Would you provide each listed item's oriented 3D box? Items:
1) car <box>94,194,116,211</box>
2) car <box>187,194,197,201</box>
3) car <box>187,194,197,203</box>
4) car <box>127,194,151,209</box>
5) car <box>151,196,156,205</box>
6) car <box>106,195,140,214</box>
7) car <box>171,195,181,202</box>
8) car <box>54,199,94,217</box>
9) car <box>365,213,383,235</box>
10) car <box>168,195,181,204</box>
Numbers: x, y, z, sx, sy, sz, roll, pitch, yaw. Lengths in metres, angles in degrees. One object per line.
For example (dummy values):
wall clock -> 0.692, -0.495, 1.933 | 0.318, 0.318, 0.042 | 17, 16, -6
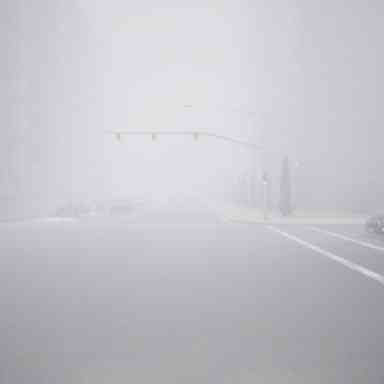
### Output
car -> -10.588, 1.366, 38.482 | 2.128, 1.511, 4.902 | 0, 0, 0
car -> -0.002, 1.145, 70.909 | 1.882, 1.535, 5.008 | 0, 0, 0
car -> -0.002, 1.279, 61.514 | 1.882, 1.535, 5.008 | 0, 0, 0
car -> -7.071, 1.335, 43.858 | 1.882, 1.535, 5.008 | 0, 0, 0
car -> -7.045, 1.370, 54.519 | 2.033, 1.411, 5.357 | 0, 0, 1
car -> -7.077, 1.365, 34.591 | 1.882, 1.535, 5.008 | 0, 0, 0
car -> -3.502, 1.320, 71.764 | 1.994, 1.385, 4.181 | 0, 0, 0
car -> -10.599, 1.467, 29.613 | 1.994, 1.385, 4.181 | 0, 0, 1
car -> 10.964, 1.300, 16.163 | 4.553, 1.767, 2.097 | 0, 0, 2
car -> -3.401, 1.353, 60.149 | 2.033, 1.411, 5.357 | 0, 0, 0
